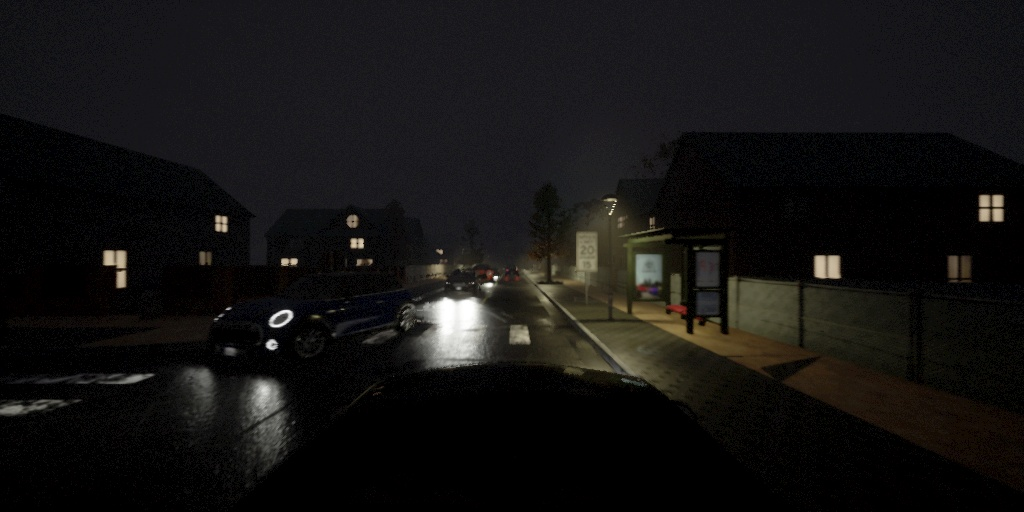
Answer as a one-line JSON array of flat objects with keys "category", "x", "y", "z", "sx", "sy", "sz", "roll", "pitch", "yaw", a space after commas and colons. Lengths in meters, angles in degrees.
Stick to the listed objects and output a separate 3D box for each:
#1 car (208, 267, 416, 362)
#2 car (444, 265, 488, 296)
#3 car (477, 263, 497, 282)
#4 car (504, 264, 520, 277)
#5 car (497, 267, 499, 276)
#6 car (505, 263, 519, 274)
[{"category": "car", "x": -4.352, "y": 1.178, "z": 8.630, "sx": 2.097, "sy": 1.767, "sz": 4.553, "roll": 0, "pitch": -1, "yaw": 20}, {"category": "car", "x": -2.851, "y": 1.510, "z": 21.730, "sx": 2.128, "sy": 1.511, "sz": 4.902, "roll": 0, "pitch": -1, "yaw": 0}, {"category": "car", "x": -2.845, "y": 1.572, "z": 34.376, "sx": 2.097, "sy": 1.767, "sz": 4.553, "roll": 0, "pitch": -1, "yaw": 0}, {"category": "car", "x": -0.003, "y": 1.974, "z": 47.360, "sx": 1.812, "sy": 1.442, "sz": 4.674, "roll": 0, "pitch": -1, "yaw": 0}, {"category": "car", "x": -2.776, "y": 2.059, "z": 49.837, "sx": 1.994, "sy": 1.385, "sz": 4.181, "roll": 0, "pitch": -1, "yaw": 0}, {"category": "car", "x": -0.003, "y": 1.989, "z": 57.342, "sx": 2.097, "sy": 1.767, "sz": 4.553, "roll": 0, "pitch": -1, "yaw": 0}]
